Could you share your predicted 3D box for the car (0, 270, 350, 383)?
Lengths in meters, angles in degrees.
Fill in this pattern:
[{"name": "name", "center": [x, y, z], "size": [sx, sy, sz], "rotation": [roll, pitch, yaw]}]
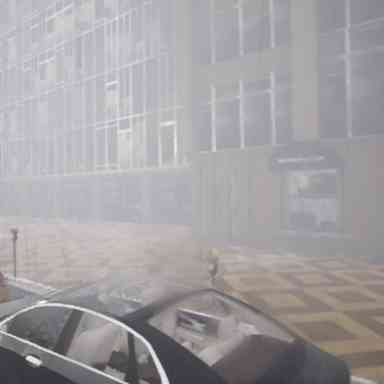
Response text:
[{"name": "car", "center": [-0.788, 1.549, 3.296], "size": [4.403, 1.369, 2.008], "rotation": [0, -1, 36]}]
